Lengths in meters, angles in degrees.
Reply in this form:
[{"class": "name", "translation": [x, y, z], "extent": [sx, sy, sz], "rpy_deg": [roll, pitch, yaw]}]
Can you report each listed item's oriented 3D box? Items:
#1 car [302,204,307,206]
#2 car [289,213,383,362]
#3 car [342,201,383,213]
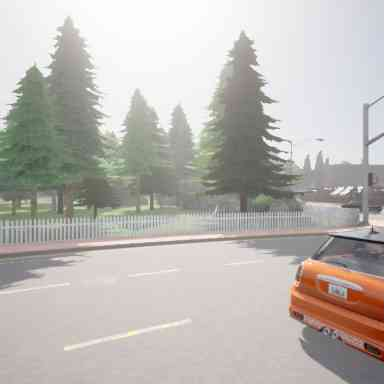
[{"class": "car", "translation": [16.549, 1.540, 53.102], "extent": [1.882, 1.535, 5.008], "rpy_deg": [0, 0, -8]}, {"class": "car", "translation": [3.873, 1.353, 5.417], "extent": [4.553, 1.767, 2.097], "rpy_deg": [0, 0, -26]}, {"class": "car", "translation": [18.759, 1.662, 36.698], "extent": [1.895, 1.301, 4.718], "rpy_deg": [0, 0, -8]}]
